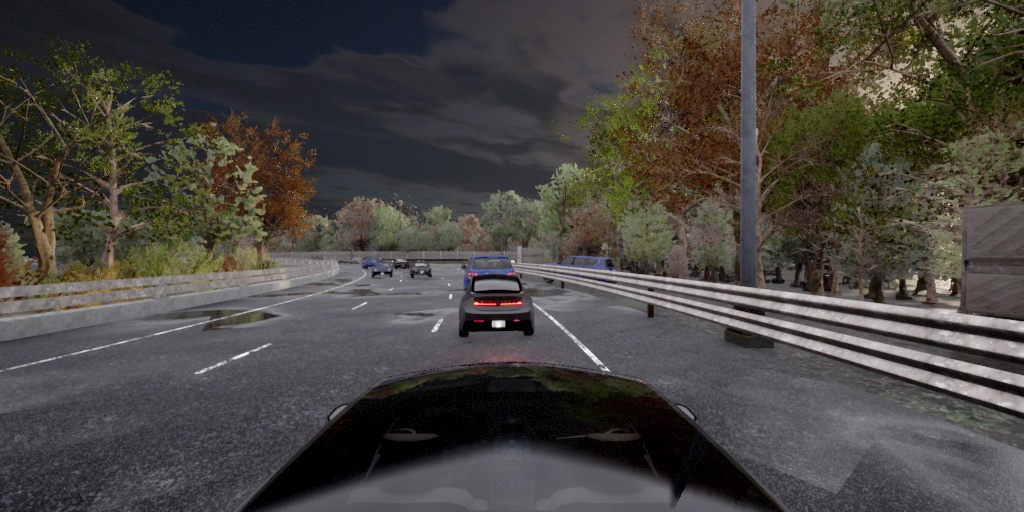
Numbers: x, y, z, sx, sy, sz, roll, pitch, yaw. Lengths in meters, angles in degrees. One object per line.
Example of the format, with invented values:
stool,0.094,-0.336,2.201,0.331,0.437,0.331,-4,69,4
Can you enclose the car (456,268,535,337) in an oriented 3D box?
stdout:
car,-0.521,1.254,10.334,1.837,1.490,4.892,0,0,-5

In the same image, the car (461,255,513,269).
car,-1.170,0.971,17.008,2.150,2.045,5.566,0,0,-9

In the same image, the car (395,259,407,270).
car,-16.338,1.225,52.308,1.882,1.535,5.008,0,0,-27

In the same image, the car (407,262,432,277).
car,-8.935,1.274,34.877,1.812,1.442,4.674,0,0,-18

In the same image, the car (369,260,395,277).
car,-13.019,1.349,36.068,1.895,1.301,4.718,0,0,-19

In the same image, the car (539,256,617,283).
car,4.614,1.007,25.219,5.566,2.045,2.150,5,0,39

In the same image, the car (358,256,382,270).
car,-21.288,0.969,54.123,2.150,2.045,5.566,0,0,-30
